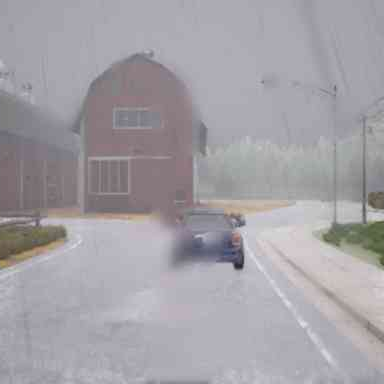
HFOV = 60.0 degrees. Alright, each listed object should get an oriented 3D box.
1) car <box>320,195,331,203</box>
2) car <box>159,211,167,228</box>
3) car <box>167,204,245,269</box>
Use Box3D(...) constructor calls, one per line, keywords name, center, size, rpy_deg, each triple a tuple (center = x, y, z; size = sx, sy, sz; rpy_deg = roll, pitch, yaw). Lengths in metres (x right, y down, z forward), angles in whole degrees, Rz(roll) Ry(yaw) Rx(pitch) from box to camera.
Box3D(name="car", center=(27.384, 1.380, 68.145), size=(2.128, 1.511, 4.902), rpy_deg=(0, 0, 19))
Box3D(name="car", center=(0.625, 1.460, 19.355), size=(5.008, 1.535, 1.882), rpy_deg=(0, 2, -13))
Box3D(name="car", center=(0.453, 1.352, 11.298), size=(2.097, 1.767, 4.553), rpy_deg=(0, 0, 0))
